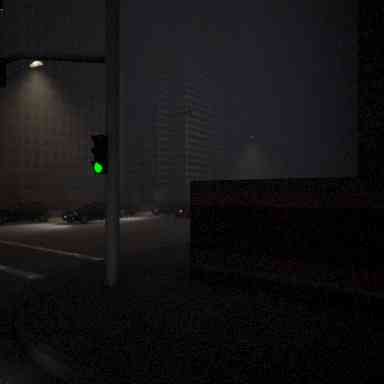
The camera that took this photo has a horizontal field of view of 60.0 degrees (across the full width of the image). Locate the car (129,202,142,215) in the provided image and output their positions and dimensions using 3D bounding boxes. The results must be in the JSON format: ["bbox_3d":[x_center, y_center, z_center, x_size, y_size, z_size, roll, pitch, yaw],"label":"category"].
[{"bbox_3d":[-7.121,1.547,31.478,2.033,1.411,5.357,0,0,36],"label":"car"}]

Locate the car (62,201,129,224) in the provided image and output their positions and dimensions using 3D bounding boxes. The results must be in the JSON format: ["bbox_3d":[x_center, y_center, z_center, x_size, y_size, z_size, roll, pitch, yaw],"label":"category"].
[{"bbox_3d":[-7.400,1.505,25.121,1.837,1.490,4.892,0,0,36],"label":"car"}]

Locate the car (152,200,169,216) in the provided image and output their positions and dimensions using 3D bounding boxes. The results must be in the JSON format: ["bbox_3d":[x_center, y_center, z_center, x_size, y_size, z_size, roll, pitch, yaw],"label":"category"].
[{"bbox_3d":[-1.898,1.491,32.717,2.128,1.511,4.902,0,0,36],"label":"car"}]

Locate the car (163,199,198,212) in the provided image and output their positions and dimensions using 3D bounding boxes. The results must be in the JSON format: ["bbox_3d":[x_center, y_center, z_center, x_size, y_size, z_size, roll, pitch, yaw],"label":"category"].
[{"bbox_3d":[-1.322,1.564,39.470,1.994,1.385,4.181,0,0,36],"label":"car"}]

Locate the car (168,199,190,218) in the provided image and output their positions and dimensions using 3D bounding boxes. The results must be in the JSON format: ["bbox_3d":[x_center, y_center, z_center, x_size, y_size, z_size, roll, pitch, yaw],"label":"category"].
[{"bbox_3d":[0.245,1.564,29.368,1.994,1.385,4.181,0,0,36],"label":"car"}]

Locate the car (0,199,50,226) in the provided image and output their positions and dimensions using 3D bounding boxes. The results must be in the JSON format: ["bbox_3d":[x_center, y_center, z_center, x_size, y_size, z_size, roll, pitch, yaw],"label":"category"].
[{"bbox_3d":[-12.662,1.352,23.793,2.097,1.767,4.553,0,0,36],"label":"car"}]
